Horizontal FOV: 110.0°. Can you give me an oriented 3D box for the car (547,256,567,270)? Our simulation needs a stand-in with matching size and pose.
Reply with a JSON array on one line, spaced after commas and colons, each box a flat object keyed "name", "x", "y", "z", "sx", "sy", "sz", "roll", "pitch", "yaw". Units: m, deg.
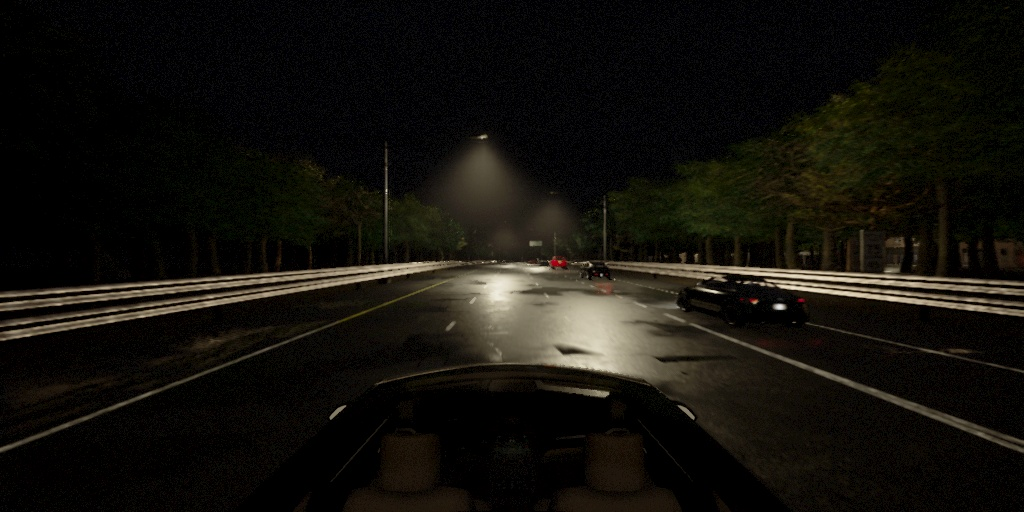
[{"name": "car", "x": 7.114, "y": 1.093, "z": 55.490, "sx": 2.150, "sy": 2.045, "sz": 5.566, "roll": 0, "pitch": 0, "yaw": 0}]

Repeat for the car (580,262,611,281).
[{"name": "car", "x": 7.026, "y": 1.258, "z": 30.540, "sx": 1.837, "sy": 1.490, "sz": 4.892, "roll": 0, "pitch": 0, "yaw": 0}]

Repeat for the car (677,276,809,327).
[{"name": "car", "x": 7.052, "y": 1.314, "z": 11.480, "sx": 1.994, "sy": 1.385, "sz": 4.181, "roll": 0, "pitch": 0, "yaw": -1}]
